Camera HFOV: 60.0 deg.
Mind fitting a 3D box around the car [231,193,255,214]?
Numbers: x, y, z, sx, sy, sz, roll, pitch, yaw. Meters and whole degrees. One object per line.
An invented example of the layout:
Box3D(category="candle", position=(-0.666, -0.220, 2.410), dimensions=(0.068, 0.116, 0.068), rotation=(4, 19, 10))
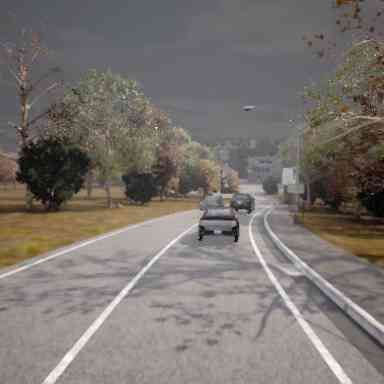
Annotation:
Box3D(category="car", position=(5.516, 1.206, 35.993), dimensions=(2.150, 2.045, 5.566), rotation=(1, 0, 16))

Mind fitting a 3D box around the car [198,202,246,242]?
Box3D(category="car", position=(1.395, 1.469, 16.424), dimensions=(2.128, 1.511, 4.902), rotation=(1, 0, 7))

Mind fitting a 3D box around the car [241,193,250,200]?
Box3D(category="car", position=(12.491, 0.955, 77.572), dimensions=(1.837, 1.490, 4.892), rotation=(1, 1, 8))

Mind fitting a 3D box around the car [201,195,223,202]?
Box3D(category="car", position=(2.250, 1.243, 38.013), dimensions=(2.097, 1.767, 4.553), rotation=(2, 0, 16))
